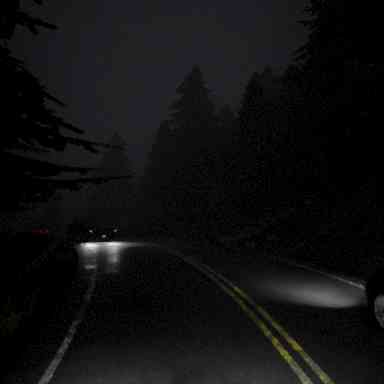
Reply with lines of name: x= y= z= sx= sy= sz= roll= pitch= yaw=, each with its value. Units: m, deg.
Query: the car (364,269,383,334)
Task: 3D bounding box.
car: x=4.060 y=1.516 z=3.880 sx=1.837 sy=1.490 sz=4.892 roll=0 pitch=0 yaw=-5

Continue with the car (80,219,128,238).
car: x=-7.158 y=2.942 z=26.800 sx=1.994 sy=1.385 sz=4.181 roll=4 pitch=-9 yaw=-42

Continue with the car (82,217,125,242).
car: x=-6.082 y=2.185 z=19.922 sx=2.033 sy=1.411 sz=5.357 roll=3 pitch=-6 yaw=-32
